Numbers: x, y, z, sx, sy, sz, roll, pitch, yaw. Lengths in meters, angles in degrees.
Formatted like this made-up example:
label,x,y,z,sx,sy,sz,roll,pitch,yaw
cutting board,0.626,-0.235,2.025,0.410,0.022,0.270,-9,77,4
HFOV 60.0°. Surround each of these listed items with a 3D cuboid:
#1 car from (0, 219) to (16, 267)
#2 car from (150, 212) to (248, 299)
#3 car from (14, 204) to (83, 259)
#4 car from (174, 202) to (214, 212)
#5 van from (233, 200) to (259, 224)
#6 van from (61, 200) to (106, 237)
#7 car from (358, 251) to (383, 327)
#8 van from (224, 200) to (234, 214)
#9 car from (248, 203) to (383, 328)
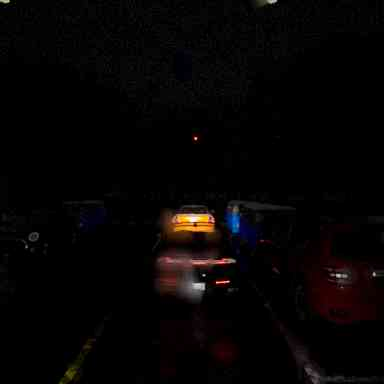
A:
label,x,y,z,sx,sy,sz,roll,pitch,yaw
car,-5.776,1.525,6.708,1.752,1.417,4.829,0,0,0
car,0.086,1.492,8.415,2.128,1.511,4.902,0,0,0
car,-5.787,1.441,12.315,1.967,1.590,4.097,0,0,0
car,0.105,1.353,17.464,2.097,1.767,4.553,0,0,1
van,2.738,1.341,12.332,1.690,1.788,3.998,0,0,0
van,-5.798,1.342,17.753,1.690,1.788,3.998,0,0,0
car,2.760,1.440,1.456,1.967,1.590,4.097,0,0,0
van,2.728,1.342,17.769,1.690,1.788,3.998,0,0,0
car,2.749,1.315,6.894,2.192,1.841,5.009,0,0,0
